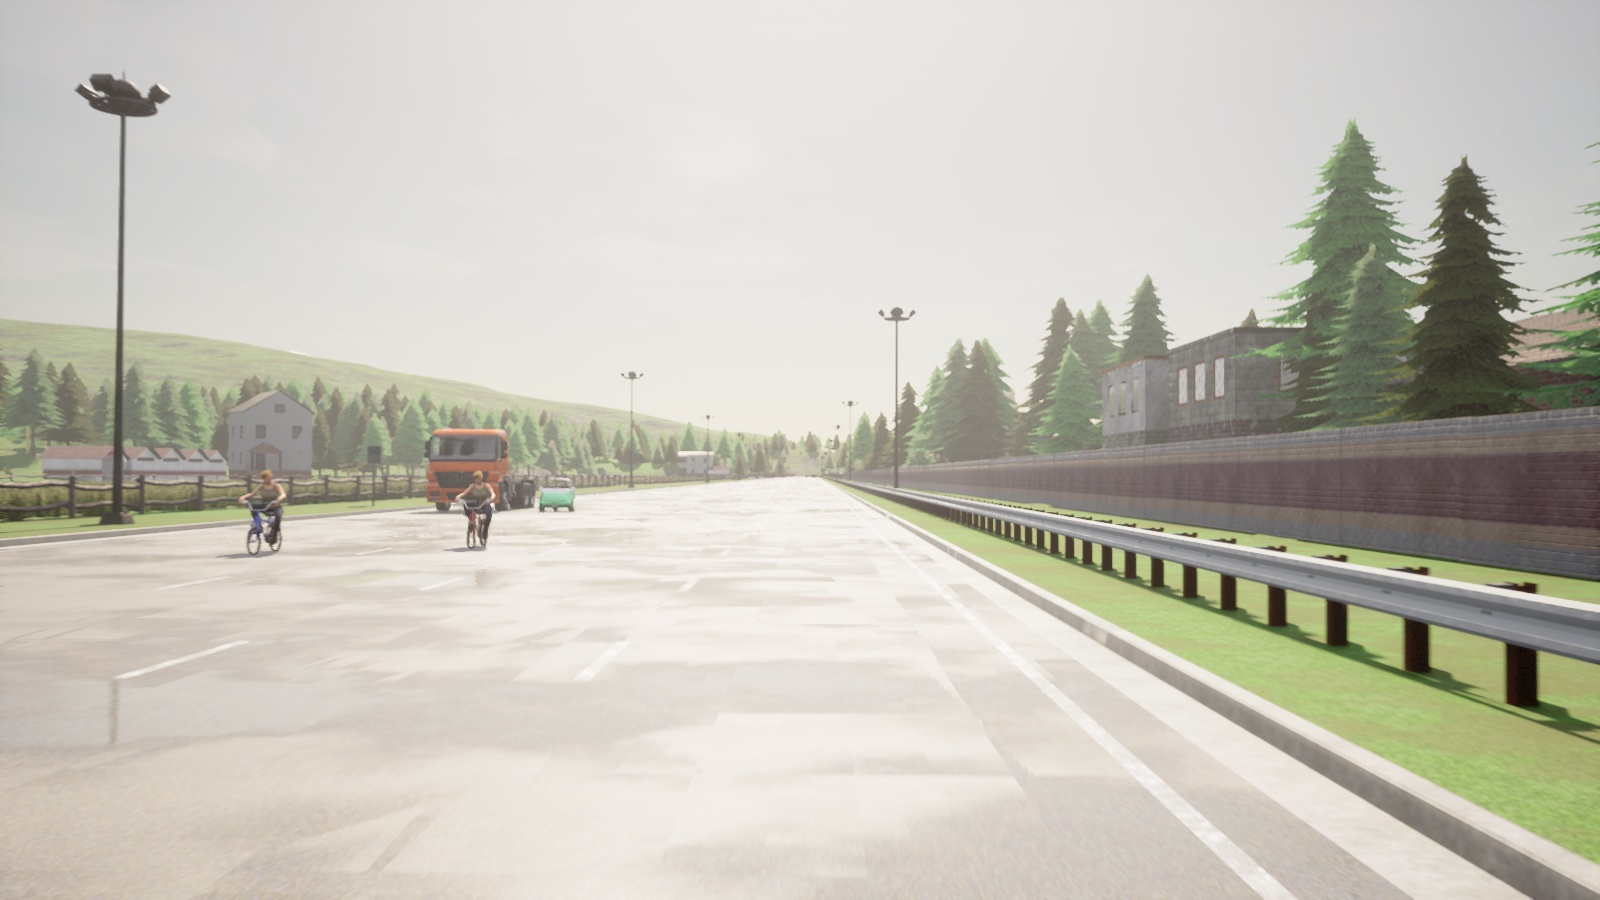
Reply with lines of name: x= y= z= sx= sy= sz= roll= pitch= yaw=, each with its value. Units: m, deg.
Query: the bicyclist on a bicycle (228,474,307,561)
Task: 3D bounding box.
bicyclist on a bicycle: x=-10.227 y=1.275 z=24.155 sx=0.866 sy=1.612 sz=1.509 roll=0 pitch=-1 yaw=0

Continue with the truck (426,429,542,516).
truck: x=-13.376 y=0.964 z=53.933 sx=2.891 sy=3.462 sz=7.936 roll=0 pitch=-1 yaw=1

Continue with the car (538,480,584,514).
car: x=-9.894 y=1.951 z=52.072 sx=1.481 sy=1.376 sz=2.207 roll=0 pitch=-2 yaw=1

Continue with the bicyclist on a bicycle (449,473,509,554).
bicyclist on a bicycle: x=-6.701 y=1.307 z=26.290 sx=0.866 sy=1.612 sz=1.509 roll=0 pitch=0 yaw=1
